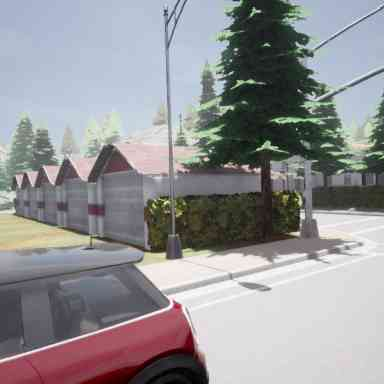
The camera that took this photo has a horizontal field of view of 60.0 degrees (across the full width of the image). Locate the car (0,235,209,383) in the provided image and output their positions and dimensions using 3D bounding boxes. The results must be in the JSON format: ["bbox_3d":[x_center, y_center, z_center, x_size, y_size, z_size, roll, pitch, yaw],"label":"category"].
[{"bbox_3d":[-2.127,1.357,2.481,4.553,1.767,2.097,-2,1,-36],"label":"car"}]
